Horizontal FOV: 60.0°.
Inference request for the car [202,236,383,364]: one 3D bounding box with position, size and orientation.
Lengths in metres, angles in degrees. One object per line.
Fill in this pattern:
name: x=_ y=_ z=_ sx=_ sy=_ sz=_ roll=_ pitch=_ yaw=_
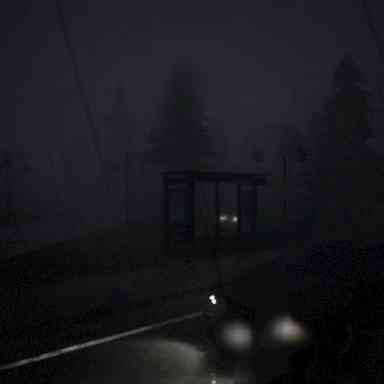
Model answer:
car: x=2.772 y=1.562 z=6.080 sx=5.357 sy=1.411 sz=2.033 roll=0 pitch=0 yaw=-36
